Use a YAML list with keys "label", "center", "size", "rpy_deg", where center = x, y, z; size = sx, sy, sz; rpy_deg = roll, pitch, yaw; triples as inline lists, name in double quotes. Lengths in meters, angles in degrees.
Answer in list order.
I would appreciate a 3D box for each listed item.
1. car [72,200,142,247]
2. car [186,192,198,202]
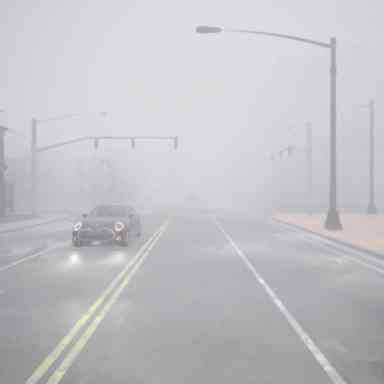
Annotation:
- label: "car"
  center: [-3.534, 1.284, 14.517]
  size: [2.097, 1.767, 4.553]
  rpy_deg: [0, 0, 1]
- label: "car"
  center: [0.023, 0.781, 61.799]
  size: [2.097, 1.767, 4.553]
  rpy_deg: [0, 4, 0]
